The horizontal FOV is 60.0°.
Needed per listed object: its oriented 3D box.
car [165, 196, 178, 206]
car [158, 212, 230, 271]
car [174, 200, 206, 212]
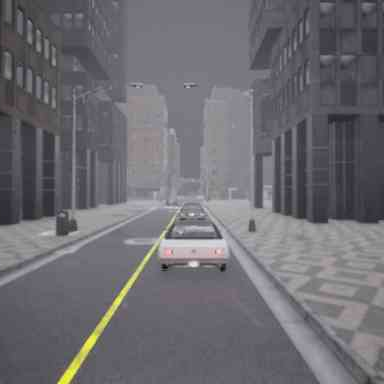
[{"bbox_3d":[-3.093,1.393,51.748,2.128,1.511,4.902,0,0,0],"label":"car"},{"bbox_3d":[0.055,1.564,10.773,1.895,1.301,4.718,0,0,0],"label":"car"},{"bbox_3d":[0.027,1.473,23.688,2.033,1.411,5.357,0,0,0],"label":"car"}]
